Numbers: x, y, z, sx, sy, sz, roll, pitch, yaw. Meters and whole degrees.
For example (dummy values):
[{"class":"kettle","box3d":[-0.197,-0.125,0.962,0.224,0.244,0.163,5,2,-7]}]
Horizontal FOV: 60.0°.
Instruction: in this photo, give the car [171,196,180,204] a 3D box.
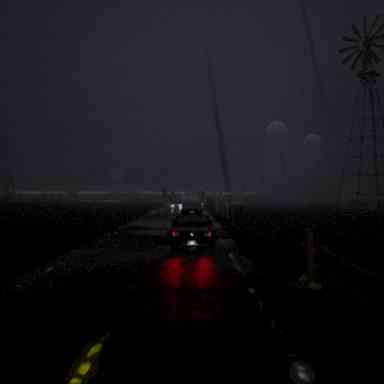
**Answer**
[{"class":"car","box3d":[-2.750,1.523,61.653,1.812,1.442,4.674,0,0,0]}]

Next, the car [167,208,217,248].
[{"class":"car","box3d":[0.000,1.612,14.681,1.895,1.301,4.718,0,0,0]}]

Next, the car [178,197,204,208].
[{"class":"car","box3d":[0.000,1.475,29.652,1.882,1.535,5.008,0,0,0]}]
